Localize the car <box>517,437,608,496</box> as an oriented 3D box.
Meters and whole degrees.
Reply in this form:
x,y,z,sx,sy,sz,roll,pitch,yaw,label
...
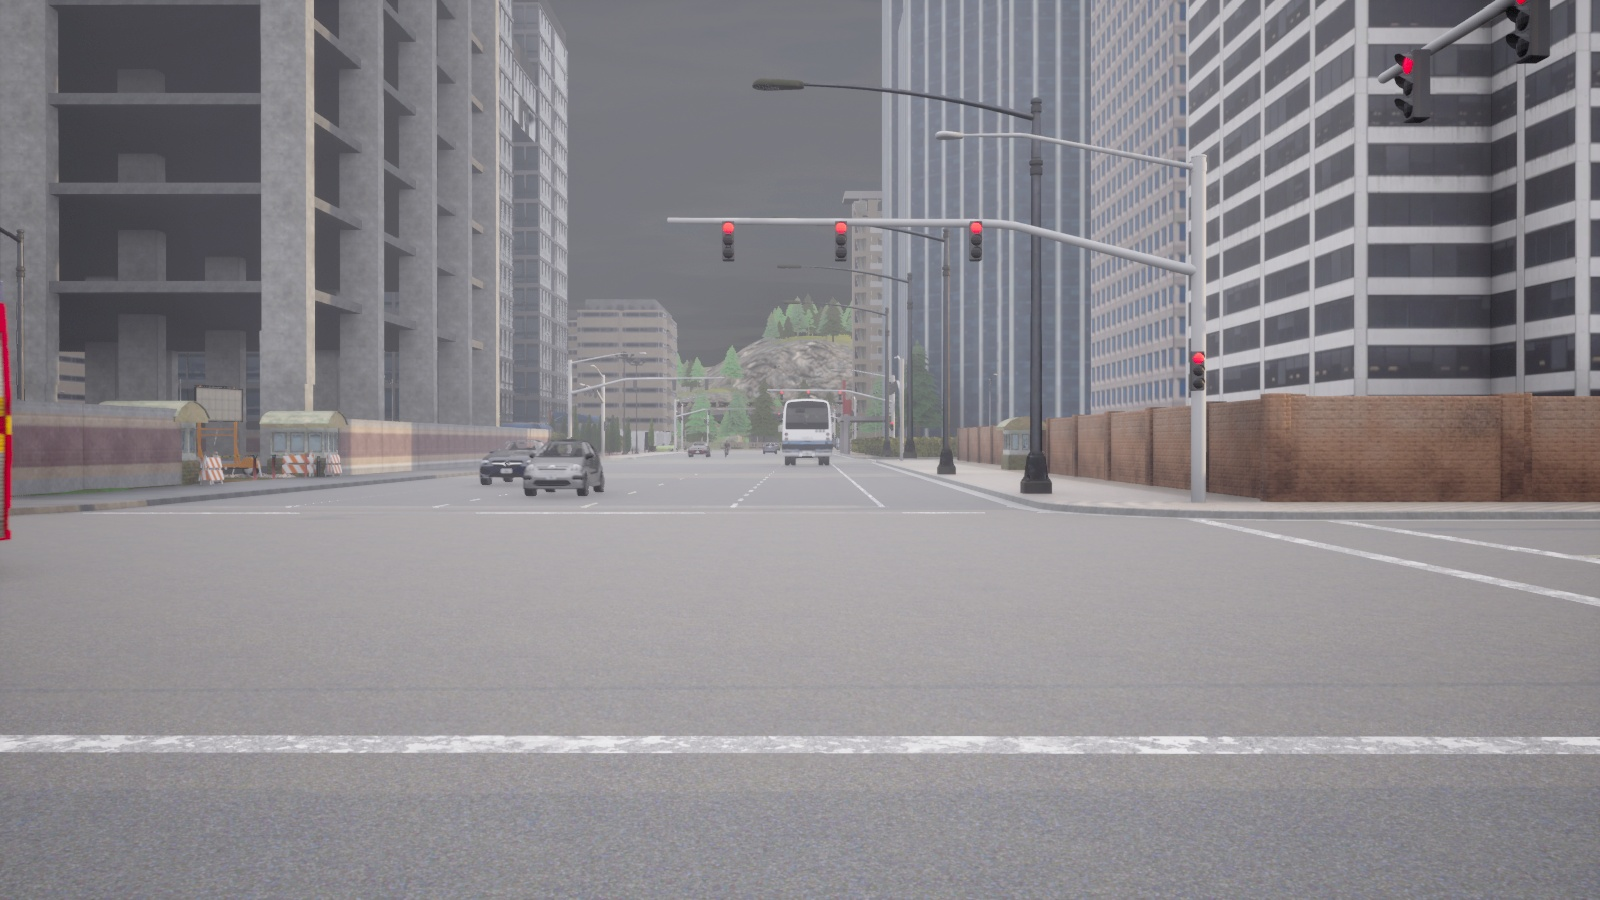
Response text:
x,y,z,sx,sy,sz,roll,pitch,yaw,label
-6.786,0.435,36.223,1.851,1.617,3.988,0,0,0,car

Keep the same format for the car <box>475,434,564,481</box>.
x,y,z,sx,sy,sz,roll,pitch,yaw,label
-10.231,0.256,46.231,2.152,1.651,5.027,0,0,0,car

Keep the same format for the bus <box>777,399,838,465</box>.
x,y,z,sx,sy,sz,roll,pitch,yaw,label
0.487,-1.118,86.408,3.944,4.253,10.273,0,-1,0,bus

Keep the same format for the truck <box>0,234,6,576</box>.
x,y,z,sx,sy,sz,roll,pitch,yaw,label
-10.429,-0.483,9.935,2.891,3.827,8.468,0,0,0,truck
